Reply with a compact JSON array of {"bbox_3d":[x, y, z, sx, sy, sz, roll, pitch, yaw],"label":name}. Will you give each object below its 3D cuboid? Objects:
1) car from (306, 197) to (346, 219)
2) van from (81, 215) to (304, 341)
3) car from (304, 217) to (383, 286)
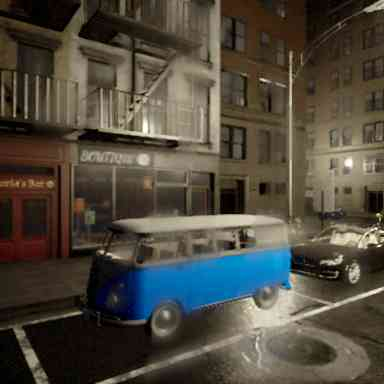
[{"bbox_3d":[10.836,1.438,29.890,2.150,2.045,5.566,0,0,-35],"label":"car"},{"bbox_3d":[0.104,1.358,6.267,3.998,1.788,1.690,0,0,-35],"label":"van"},{"bbox_3d":[4.506,1.593,9.403,4.403,1.369,2.008,0,0,-35],"label":"car"}]
